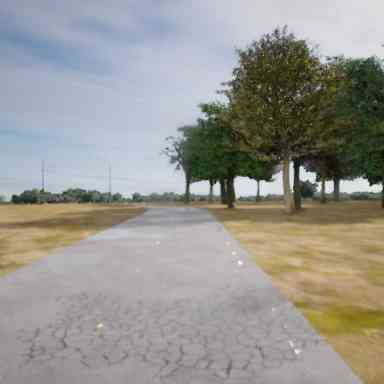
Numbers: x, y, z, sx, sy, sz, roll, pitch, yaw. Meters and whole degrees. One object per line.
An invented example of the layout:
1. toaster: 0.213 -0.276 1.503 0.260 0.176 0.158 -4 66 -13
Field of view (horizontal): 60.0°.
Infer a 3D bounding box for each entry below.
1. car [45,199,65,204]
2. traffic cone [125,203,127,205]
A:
1. car: -32.680 2.293 79.648 4.718 1.301 1.895 -2 -3 20
2. traffic cone: -12.089 2.018 60.848 0.340 0.580 0.340 2 -2 -34
